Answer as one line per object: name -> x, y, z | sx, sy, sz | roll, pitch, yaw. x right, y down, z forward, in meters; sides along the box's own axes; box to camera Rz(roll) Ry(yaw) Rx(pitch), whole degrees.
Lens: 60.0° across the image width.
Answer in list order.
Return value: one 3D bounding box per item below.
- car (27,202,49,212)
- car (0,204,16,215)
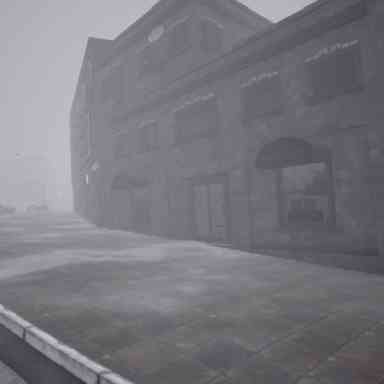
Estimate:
car -> -23.989, 2.274, 51.731 | 1.812, 1.442, 4.674 | -3, -1, -2
car -> -23.214, 2.148, 40.301 | 1.895, 1.301, 4.718 | -3, -1, -4
